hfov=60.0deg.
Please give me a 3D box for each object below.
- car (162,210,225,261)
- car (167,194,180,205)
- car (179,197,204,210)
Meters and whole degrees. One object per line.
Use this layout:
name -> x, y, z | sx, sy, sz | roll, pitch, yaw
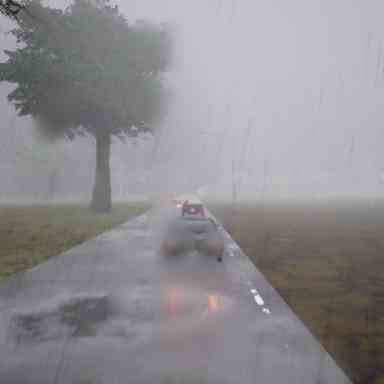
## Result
car -> 0.061, 1.547, 12.017 | 1.895, 1.301, 4.718 | 0, 0, 0
car -> -2.819, 1.145, 53.065 | 2.097, 1.767, 4.553 | 0, 0, 0
car -> 0.075, 1.342, 30.006 | 1.882, 1.535, 5.008 | 0, 0, 0
